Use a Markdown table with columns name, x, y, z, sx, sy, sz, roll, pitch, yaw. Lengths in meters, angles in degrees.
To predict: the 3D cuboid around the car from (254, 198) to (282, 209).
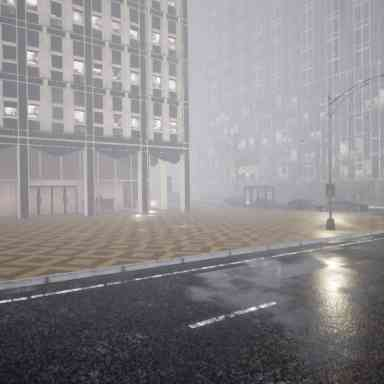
| name | x | y | z | sx | sy | sz | roll | pitch | yaw |
| --- | --- | --- | --- | --- | --- | --- | --- | --- | --- |
| car | 9.302 | 1.387 | 41.041 | 1.802 | 1.307 | 4.206 | -1 | 1 | -34 |

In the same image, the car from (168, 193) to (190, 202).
| name | x | y | z | sx | sy | sz | roll | pitch | yaw |
| --- | --- | --- | --- | --- | --- | --- | --- | --- | --- |
| car | -2.501 | 1.040 | 63.328 | 1.837 | 1.490 | 4.892 | -1 | 1 | -34 |

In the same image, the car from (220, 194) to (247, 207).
| name | x | y | z | sx | sy | sz | roll | pitch | yaw |
| --- | --- | --- | --- | --- | --- | --- | --- | --- | --- |
| car | 6.152 | 1.318 | 45.771 | 1.947 | 1.339 | 4.313 | -1 | 1 | -34 |

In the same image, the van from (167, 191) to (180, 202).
| name | x | y | z | sx | sy | sz | roll | pitch | yaw |
| --- | --- | --- | --- | --- | --- | --- | --- | --- | --- |
| van | -3.399 | 0.936 | 59.892 | 1.690 | 1.788 | 3.998 | 0 | 1 | -34 |

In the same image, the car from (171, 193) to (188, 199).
| name | x | y | z | sx | sy | sz | roll | pitch | yaw |
| --- | --- | --- | --- | --- | --- | --- | --- | --- | --- |
| car | -2.869 | 0.935 | 74.006 | 1.802 | 1.307 | 4.206 | 0 | 1 | -34 |

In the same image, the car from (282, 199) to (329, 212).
| name | x | y | z | sx | sy | sz | roll | pitch | yaw |
| --- | --- | --- | --- | --- | --- | --- | --- | --- | --- |
| car | 12.486 | 1.422 | 36.331 | 1.947 | 1.339 | 4.313 | -1 | 1 | -34 |

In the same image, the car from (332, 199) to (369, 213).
| name | x | y | z | sx | sy | sz | roll | pitch | yaw |
| --- | --- | --- | --- | --- | --- | --- | --- | --- | --- |
| car | 16.434 | 1.403 | 35.350 | 1.994 | 1.385 | 4.181 | -1 | 1 | -34 |

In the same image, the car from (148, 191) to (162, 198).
| name | x | y | z | sx | sy | sz | roll | pitch | yaw |
| --- | --- | --- | --- | --- | --- | --- | --- | --- | --- |
| car | -9.267 | 0.685 | 83.399 | 1.967 | 1.590 | 4.097 | 0 | 1 | -34 |

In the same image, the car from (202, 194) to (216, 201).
| name | x | y | z | sx | sy | sz | roll | pitch | yaw |
| --- | --- | --- | --- | --- | --- | --- | --- | --- | --- |
| car | 3.528 | 1.042 | 64.609 | 1.802 | 1.307 | 4.206 | -1 | 1 | -34 |

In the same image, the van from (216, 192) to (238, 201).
| name | x | y | z | sx | sy | sz | roll | pitch | yaw |
| --- | --- | --- | --- | --- | --- | --- | --- | --- | --- |
| van | 6.726 | 0.854 | 59.908 | 1.690 | 1.788 | 3.998 | -1 | 1 | -34 |

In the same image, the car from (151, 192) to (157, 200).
| name | x | y | z | sx | sy | sz | roll | pitch | yaw |
| --- | --- | --- | --- | --- | --- | --- | --- | --- | --- |
| car | -9.797 | 1.038 | 69.290 | 2.008 | 1.369 | 4.403 | 0 | 1 | -34 |
